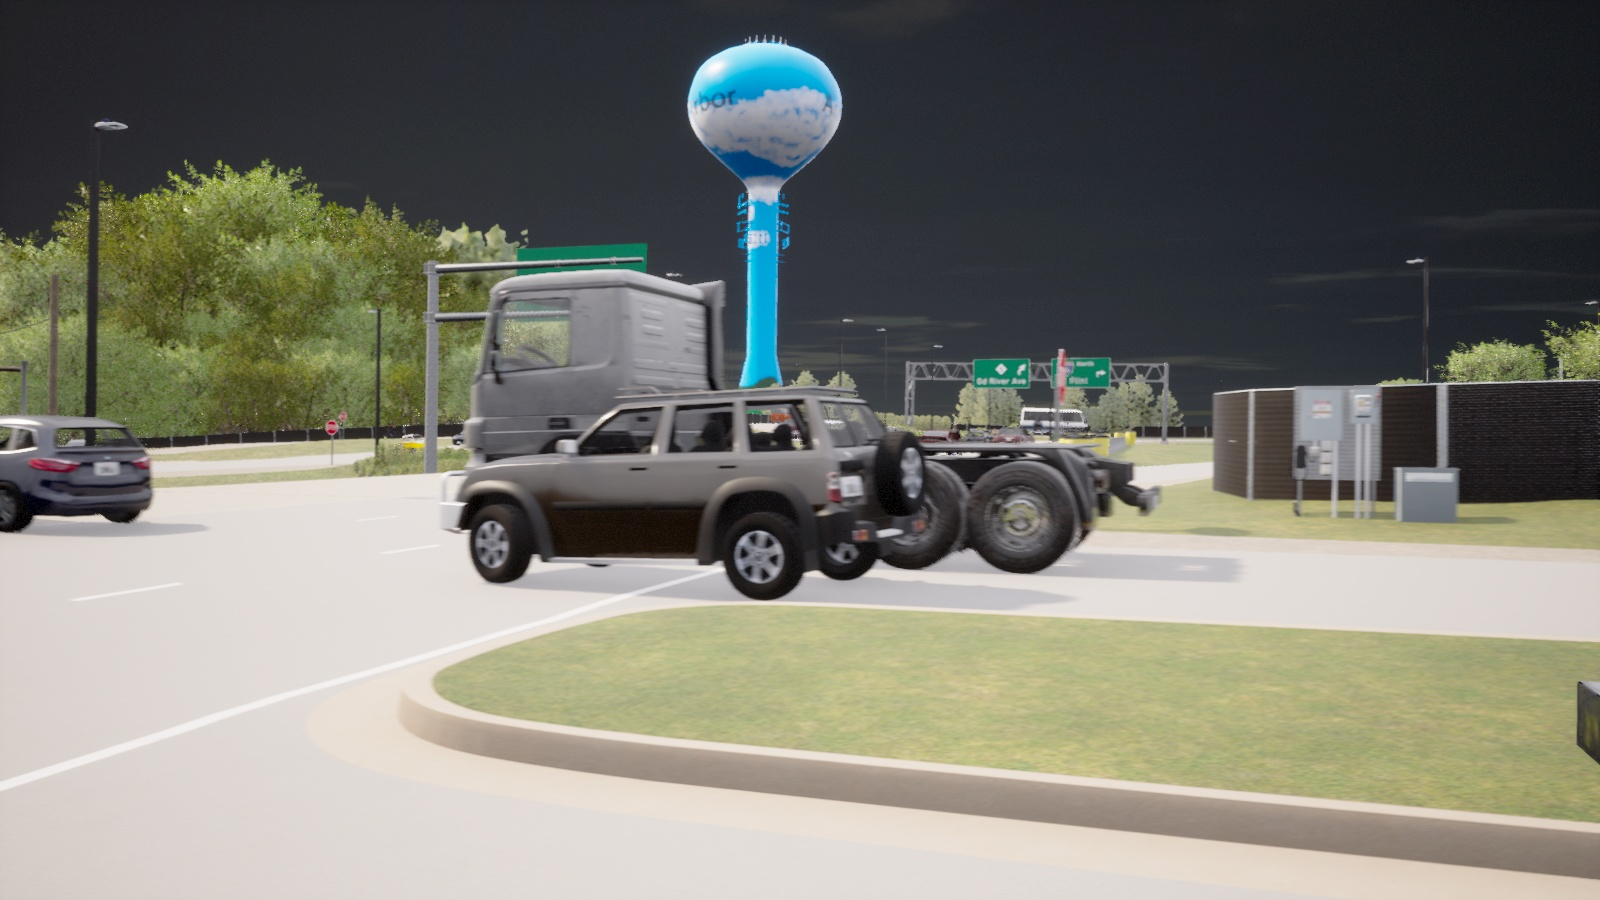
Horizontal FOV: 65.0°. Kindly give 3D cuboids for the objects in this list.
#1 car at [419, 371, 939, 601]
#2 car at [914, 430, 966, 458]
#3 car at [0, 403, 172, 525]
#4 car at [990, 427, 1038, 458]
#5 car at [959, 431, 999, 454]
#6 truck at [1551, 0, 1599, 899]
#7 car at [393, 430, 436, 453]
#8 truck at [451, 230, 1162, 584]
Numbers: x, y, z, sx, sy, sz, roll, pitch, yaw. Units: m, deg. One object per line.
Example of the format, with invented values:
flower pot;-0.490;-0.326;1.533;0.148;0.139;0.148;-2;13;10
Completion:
car;-1.195;0.331;12.040;4.605;1.855;1.932;-1;0;26
car;8.037;-0.375;71.776;1.882;1.535;5.008;1;1;19
car;-12.248;0.142;19.077;4.611;1.667;2.242;1;1;19
car;12.776;-0.487;74.870;2.097;1.767;4.553;1;1;19
car;11.886;-0.492;83.196;1.816;1.474;4.193;1;1;19
truck;5.661;-0.138;1.277;7.936;3.462;2.891;1;1;19
car;-25.540;-0.572;83.195;2.207;1.376;1.481;-3;2;27
truck;0.088;-0.480;14.968;7.936;3.462;2.891;1;1;19
